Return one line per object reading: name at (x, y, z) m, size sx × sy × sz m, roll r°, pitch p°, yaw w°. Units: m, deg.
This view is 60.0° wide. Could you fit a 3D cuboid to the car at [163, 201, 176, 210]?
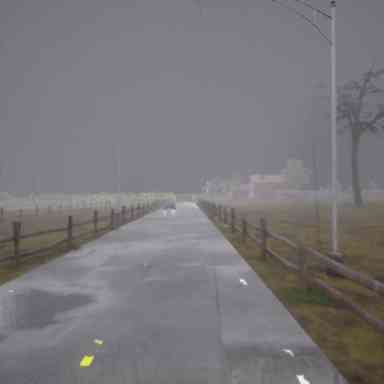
car at (-3.351, 2.002, 50.188) m, size 2.033 × 1.411 × 5.357 m, roll 0°, pitch -1°, yaw -1°
